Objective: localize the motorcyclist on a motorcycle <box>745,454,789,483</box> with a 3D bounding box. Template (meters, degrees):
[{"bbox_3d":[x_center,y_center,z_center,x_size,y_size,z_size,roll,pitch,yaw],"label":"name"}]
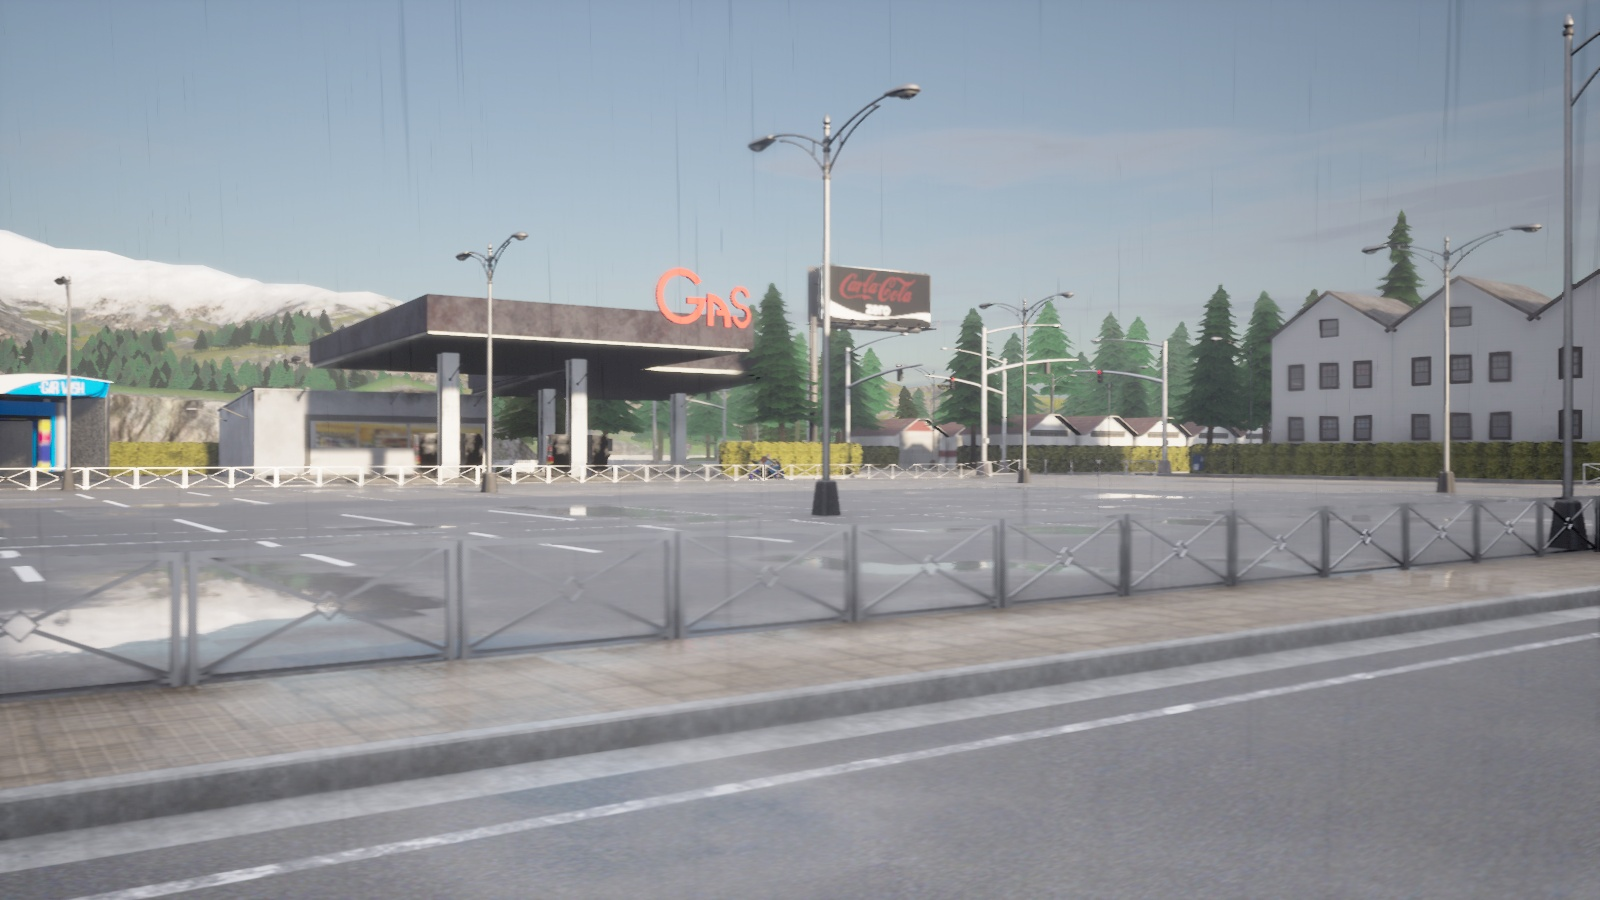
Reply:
[{"bbox_3d":[-1.759,0.962,66.638,2.191,1.530,0.866,0,0,-35],"label":"motorcyclist on a motorcycle"}]
